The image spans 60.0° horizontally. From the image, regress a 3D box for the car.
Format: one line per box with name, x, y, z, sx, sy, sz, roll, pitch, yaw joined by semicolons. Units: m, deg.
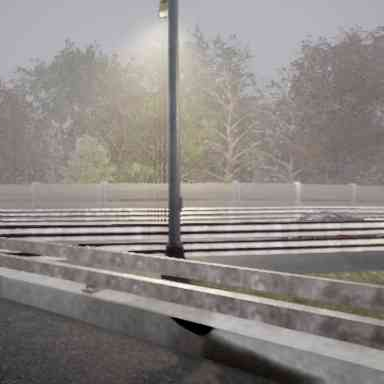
car;5.913;1.579;14.906;4.181;1.385;1.994;-1;0;-9
